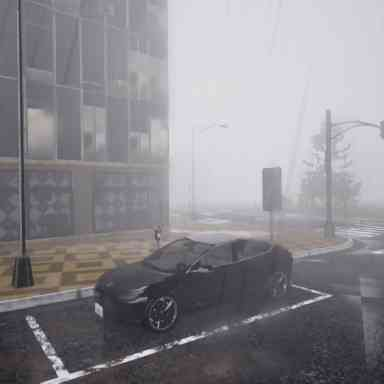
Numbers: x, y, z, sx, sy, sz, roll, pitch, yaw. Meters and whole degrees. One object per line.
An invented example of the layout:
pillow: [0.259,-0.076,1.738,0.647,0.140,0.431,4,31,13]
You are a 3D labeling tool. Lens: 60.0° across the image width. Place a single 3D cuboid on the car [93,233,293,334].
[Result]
car: [0.241,1.565,6.739,4.313,1.339,1.947,0,-1,-35]
